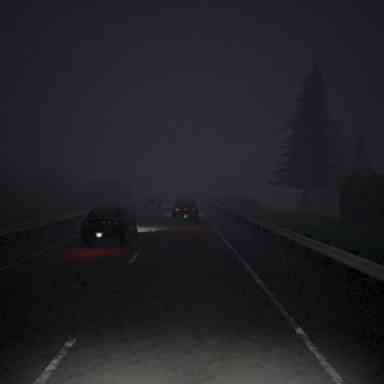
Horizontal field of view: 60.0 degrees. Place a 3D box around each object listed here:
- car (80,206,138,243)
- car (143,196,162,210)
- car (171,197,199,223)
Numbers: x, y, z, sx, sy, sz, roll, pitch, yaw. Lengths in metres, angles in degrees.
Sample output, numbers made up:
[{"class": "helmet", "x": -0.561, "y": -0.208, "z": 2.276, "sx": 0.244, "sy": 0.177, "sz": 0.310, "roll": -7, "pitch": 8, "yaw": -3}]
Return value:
[{"class": "car", "x": -3.721, "y": 1.403, "z": 15.462, "sx": 1.837, "sy": 1.490, "sz": 4.892, "roll": 0, "pitch": 0, "yaw": -2}, {"class": "car", "x": -4.509, "y": 1.239, "z": 38.290, "sx": 2.128, "sy": 1.511, "sz": 4.902, "roll": 0, "pitch": 0, "yaw": -2}, {"class": "car", "x": -0.494, "y": 1.334, "z": 23.721, "sx": 2.128, "sy": 1.511, "sz": 4.902, "roll": 0, "pitch": 0, "yaw": -2}]
